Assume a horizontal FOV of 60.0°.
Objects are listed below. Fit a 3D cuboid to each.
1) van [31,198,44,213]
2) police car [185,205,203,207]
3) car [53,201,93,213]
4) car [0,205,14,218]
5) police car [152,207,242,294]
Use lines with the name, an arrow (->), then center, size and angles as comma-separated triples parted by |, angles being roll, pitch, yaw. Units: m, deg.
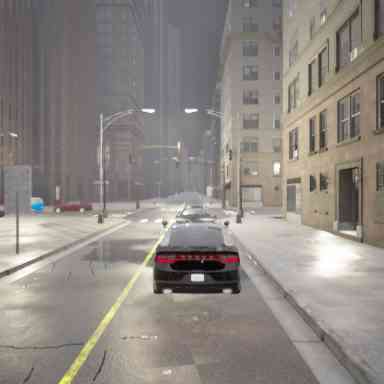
van -> -19.584, 1.590, 39.117 | 3.998, 1.788, 1.690 | -1, 0, 0
police car -> 0.121, 1.509, 18.522 | 2.038, 1.542, 4.974 | 0, 0, 0
car -> -13.957, 1.726, 39.094 | 4.507, 1.381, 1.887 | -1, 0, 0
car -> -19.611, 1.523, 30.592 | 5.009, 1.841, 2.192 | -1, 0, 0
police car -> 0.107, 1.427, 8.917 | 1.930, 1.638, 5.238 | 0, 0, 0
